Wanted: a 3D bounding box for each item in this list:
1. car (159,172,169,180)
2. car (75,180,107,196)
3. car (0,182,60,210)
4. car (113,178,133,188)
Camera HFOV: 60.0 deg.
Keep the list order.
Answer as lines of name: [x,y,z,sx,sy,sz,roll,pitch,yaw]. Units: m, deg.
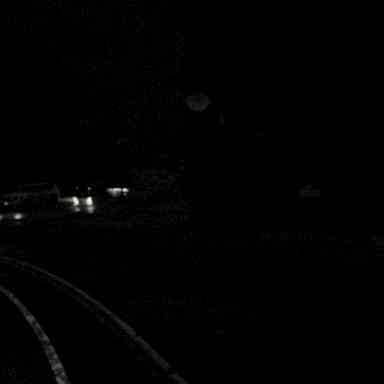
car: [-5.658,-3.254,66.988,1.882,1.535,5.008,0,5,-3]
car: [-11.539,-0.562,38.147,2.097,1.767,4.553,0,6,11]
car: [-13.813,0.285,28.631,2.150,2.045,5.566,0,6,15]
car: [-9.907,-1.327,47.849,1.994,1.385,4.181,0,6,7]
